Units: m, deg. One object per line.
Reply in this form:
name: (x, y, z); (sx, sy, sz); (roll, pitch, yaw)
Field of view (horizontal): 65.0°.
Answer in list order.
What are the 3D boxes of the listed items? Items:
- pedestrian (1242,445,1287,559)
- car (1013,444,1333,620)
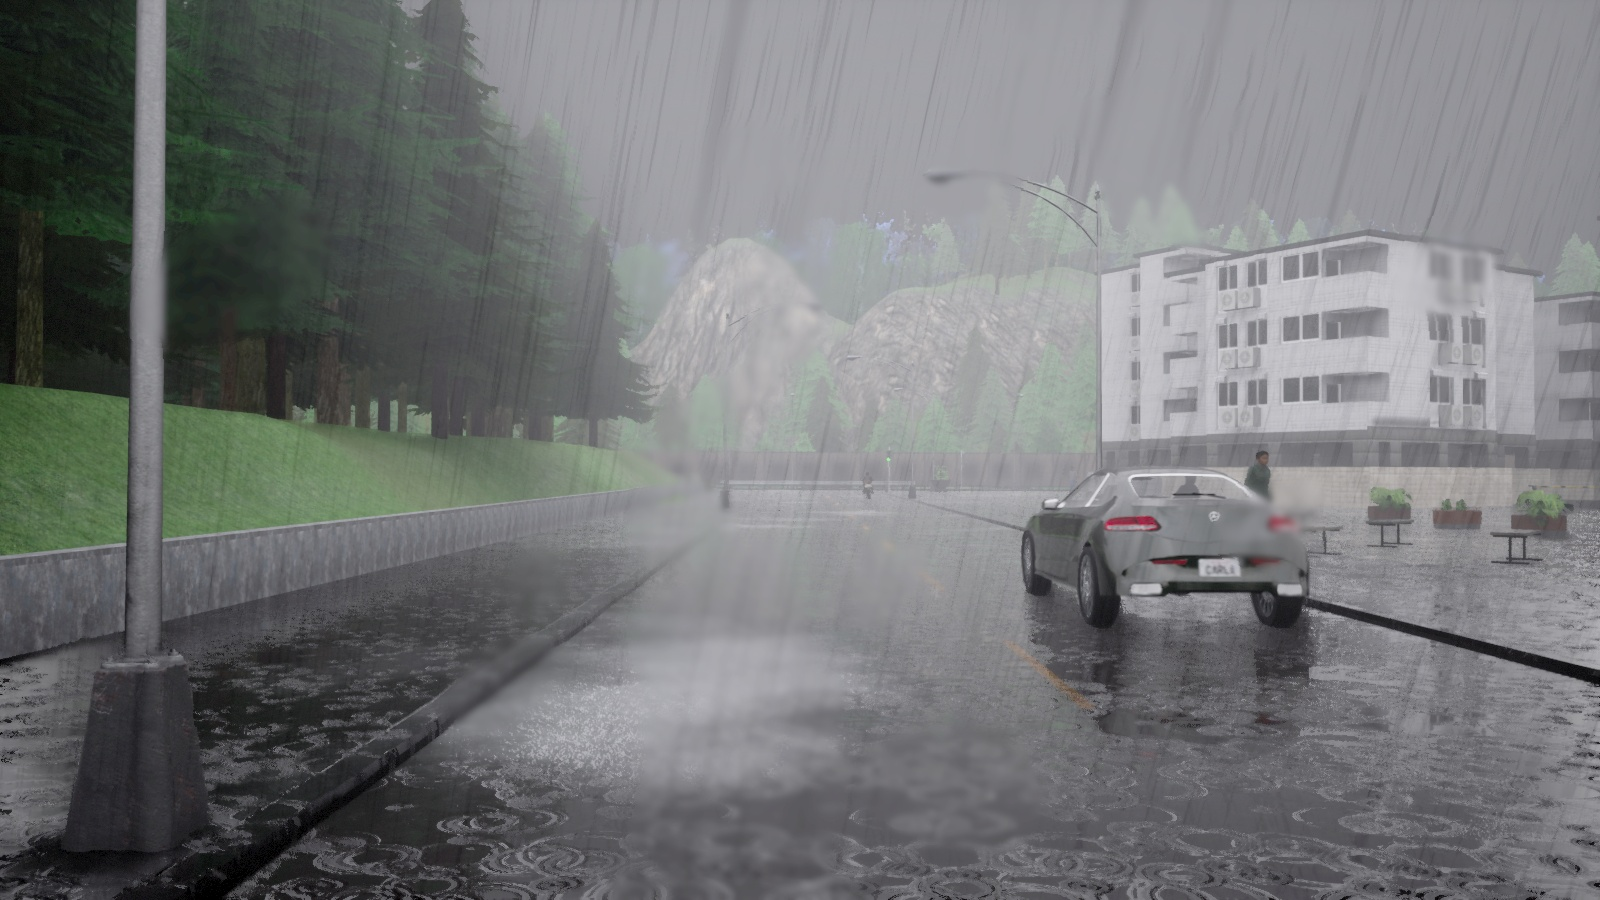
pedestrian: (7.638, 0.840, 20.664); (0.353, 1.847, 0.614); (0, -1, -22)
car: (3.967, 0.819, 14.429); (2.152, 1.651, 5.027); (0, -1, 0)
